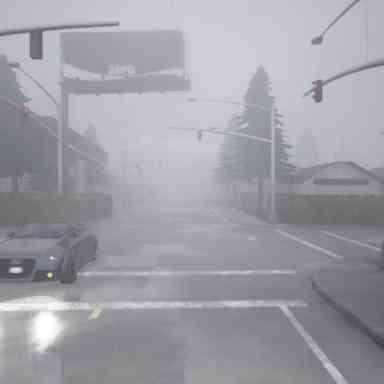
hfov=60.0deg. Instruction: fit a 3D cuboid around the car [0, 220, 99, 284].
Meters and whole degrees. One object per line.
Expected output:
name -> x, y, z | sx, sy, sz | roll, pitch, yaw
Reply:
car -> -3.916, 1.496, 9.188 | 1.994, 1.385, 4.181 | 0, 0, -3
